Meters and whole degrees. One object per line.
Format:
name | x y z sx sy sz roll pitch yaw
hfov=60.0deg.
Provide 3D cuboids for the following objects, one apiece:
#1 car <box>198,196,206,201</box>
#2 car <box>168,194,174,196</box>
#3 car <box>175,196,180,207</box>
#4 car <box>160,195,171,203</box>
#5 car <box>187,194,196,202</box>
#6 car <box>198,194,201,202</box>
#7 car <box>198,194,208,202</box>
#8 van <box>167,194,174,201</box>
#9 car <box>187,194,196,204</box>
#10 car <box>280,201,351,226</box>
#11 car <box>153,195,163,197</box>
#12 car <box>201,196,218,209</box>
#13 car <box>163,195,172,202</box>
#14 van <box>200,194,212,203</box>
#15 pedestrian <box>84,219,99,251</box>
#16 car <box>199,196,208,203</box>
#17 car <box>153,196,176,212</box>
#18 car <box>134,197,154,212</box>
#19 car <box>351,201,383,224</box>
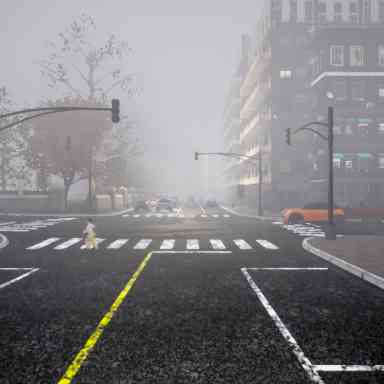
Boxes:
car | 2.521 1.668 84.776 2.008 1.369 4.403 0 0 0
car | -3.196 1.567 59.239 1.837 1.490 4.892 0 0 0
car | -3.191 1.646 49.047 1.895 1.301 4.718 0 0 0
car | -5.836 1.532 73.499 1.967 1.590 4.097 0 0 0
car | -0.158 1.336 78.834 2.097 1.767 4.553 0 0 0
car | 2.568 1.508 62.255 1.967 1.590 4.097 0 0 0
car | 2.534 1.419 79.145 2.192 1.841 5.009 0 0 0
van | -5.871 1.474 90.389 1.690 1.788 3.998 0 0 0
car | -0.138 1.628 68.444 2.033 1.411 5.357 0 0 0
car | 9.004 1.550 25.047 4.553 1.767 2.097 1 0 3
car | -5.789 1.573 50.808 1.752 1.417 4.829 0 0 0
car | 2.602 1.584 45.364 1.887 1.381 4.507 0 0 0
car | -5.847 1.544 79.128 1.967 1.590 4.097 0 0 0
van | 2.591 1.389 50.995 1.690 1.788 3.998 0 0 0
pedestrian | -3.818 1.576 12.791 0.375 1.300 0.375 0 0 0
car | 2.544 1.636 73.515 1.887 1.381 4.507 0 0 0
car | -3.171 1.557 39.124 1.812 1.442 4.674 0 0 0
car | -5.767 1.598 39.717 1.947 1.339 4.313 0 0 0
car | 13.412 1.616 27.434 5.009 1.841 2.192 1 -1 -1
